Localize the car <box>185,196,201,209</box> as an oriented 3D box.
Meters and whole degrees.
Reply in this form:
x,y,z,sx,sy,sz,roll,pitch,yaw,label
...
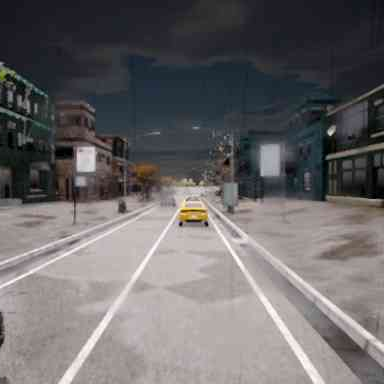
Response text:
x,y,z,sx,sy,sz,roll,pitch,yaw,label
0.100,1.295,41.937,1.994,1.385,4.181,0,1,0,car

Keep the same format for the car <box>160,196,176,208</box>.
x,y,z,sx,sy,sz,roll,pitch,yaw,label
-3.081,1.277,43.575,1.994,1.385,4.181,0,1,0,car

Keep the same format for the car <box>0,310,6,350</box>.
x,y,z,sx,sy,sz,roll,pitch,yaw,label
-3.100,1.600,1.643,1.895,1.301,4.718,0,0,0,car

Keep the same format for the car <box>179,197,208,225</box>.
x,y,z,sx,sy,sz,roll,pitch,yaw,label
0.102,1.392,23.436,1.882,1.535,5.008,0,0,0,car
